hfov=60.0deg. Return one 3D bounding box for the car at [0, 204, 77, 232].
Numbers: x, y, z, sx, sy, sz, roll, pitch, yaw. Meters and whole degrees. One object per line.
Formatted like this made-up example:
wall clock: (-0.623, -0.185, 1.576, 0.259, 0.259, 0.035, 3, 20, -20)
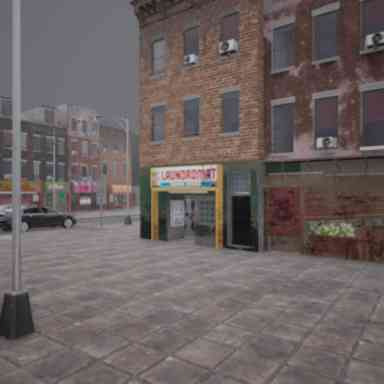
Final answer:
car: (-9.358, 1.567, 20.242, 1.837, 1.490, 4.892, 0, 0, 35)
